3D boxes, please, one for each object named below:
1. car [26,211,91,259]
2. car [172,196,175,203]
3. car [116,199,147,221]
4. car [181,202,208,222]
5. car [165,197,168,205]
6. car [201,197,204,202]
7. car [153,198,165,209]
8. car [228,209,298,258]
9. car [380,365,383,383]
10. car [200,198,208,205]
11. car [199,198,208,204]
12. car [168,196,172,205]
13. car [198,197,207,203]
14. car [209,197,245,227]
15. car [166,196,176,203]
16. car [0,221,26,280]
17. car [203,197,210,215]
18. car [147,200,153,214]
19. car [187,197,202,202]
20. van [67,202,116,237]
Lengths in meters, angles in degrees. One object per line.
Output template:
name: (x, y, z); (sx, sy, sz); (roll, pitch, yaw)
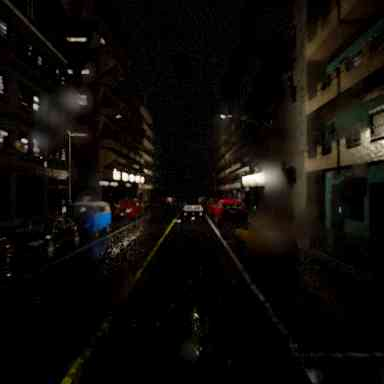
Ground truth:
car: (-5.671, 1.638, 12.787); (2.008, 1.369, 4.403); (-1, 0, 0)
car: (-5.723, 2.094, 80.010); (2.008, 1.369, 4.403); (-1, 0, 0)
car: (-5.702, 1.515, 29.594); (2.192, 1.841, 5.009); (-1, 0, 0)
car: (0.092, 1.792, 28.367); (1.895, 1.301, 4.718); (0, 0, 0)
car: (-5.717, 1.972, 57.602); (1.802, 1.307, 4.206); (-1, 0, 0)
car: (2.663, 1.629, 46.374); (2.192, 1.841, 5.009); (-1, 0, 0)
car: (-5.715, 1.934, 52.000); (1.802, 1.307, 4.206); (-1, 0, 0)
car: (2.676, 1.613, 12.931); (1.752, 1.417, 4.829); (-1, 0, 0)
car: (2.680, 1.593, 1.557); (1.802, 1.307, 4.206); (-1, 0, 0)
car: (2.658, 2.031, 74.552); (1.752, 1.417, 4.829); (-1, 0, 0)
car: (2.657, 2.109, 79.984); (1.947, 1.339, 4.313); (-1, 0, 0)
car: (-5.720, 2.017, 68.807); (2.008, 1.369, 4.403); (-1, 0, 0)
car: (2.653, 2.022, 85.586); (1.967, 1.590, 4.097); (-1, 0, 0)
car: (2.670, 1.477, 23.966); (2.192, 1.841, 5.009); (-1, 0, 0)
car: (-5.730, 1.935, 91.216); (2.192, 1.841, 5.009); (-1, 0, 0)
car: (-5.671, 1.489, 7.186); (1.967, 1.590, 4.097); (-1, 0, 0)
car: (2.666, 1.553, 35.170); (2.192, 1.841, 5.009); (-1, 0, 0)
car: (-5.718, 1.789, 35.195); (2.008, 1.369, 4.403); (-1, 0, 0)
car: (0.087, 1.806, 44.678); (1.837, 1.490, 4.892); (0, -1, 0)
van: (-5.675, 1.466, 18.390); (1.690, 1.788, 3.998); (-1, 0, 0)
